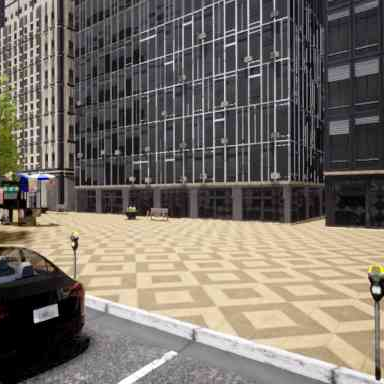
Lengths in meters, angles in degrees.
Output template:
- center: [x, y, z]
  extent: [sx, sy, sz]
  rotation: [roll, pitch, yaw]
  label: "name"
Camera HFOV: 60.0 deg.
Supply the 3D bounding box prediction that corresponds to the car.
- center: [-3.531, 1.566, 5.406]
  extent: [4.313, 1.339, 1.947]
  rotation: [0, 0, 36]
  label: "car"
